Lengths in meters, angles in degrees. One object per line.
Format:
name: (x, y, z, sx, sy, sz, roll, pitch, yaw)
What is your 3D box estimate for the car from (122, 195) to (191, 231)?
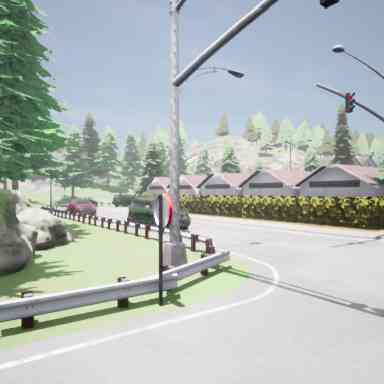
car: (-2.323, 1.413, 21.847, 2.150, 2.045, 5.566, 0, 0, -35)

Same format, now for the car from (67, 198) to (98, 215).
car: (-11.775, 1.542, 35.475, 2.097, 1.767, 4.553, 0, 0, -34)

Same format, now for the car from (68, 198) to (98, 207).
car: (-16.437, 1.576, 50.559, 1.895, 1.301, 4.718, 0, 0, 18)

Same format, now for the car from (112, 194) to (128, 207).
car: (-10.431, 1.396, 54.080, 2.150, 2.045, 5.566, 0, 0, 37)
